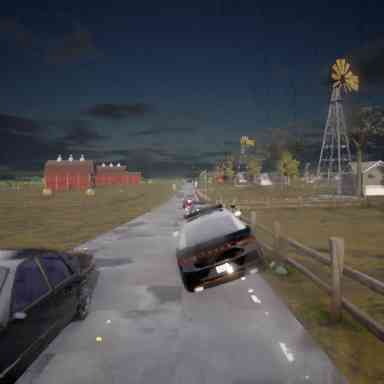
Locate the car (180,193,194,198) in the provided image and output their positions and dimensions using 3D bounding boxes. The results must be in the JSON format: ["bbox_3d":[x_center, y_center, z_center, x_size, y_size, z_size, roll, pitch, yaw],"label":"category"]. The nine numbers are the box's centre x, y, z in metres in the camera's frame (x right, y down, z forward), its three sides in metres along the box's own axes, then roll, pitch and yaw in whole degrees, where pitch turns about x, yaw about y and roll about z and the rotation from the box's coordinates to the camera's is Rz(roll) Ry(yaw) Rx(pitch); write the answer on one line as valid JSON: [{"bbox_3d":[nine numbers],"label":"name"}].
[{"bbox_3d":[-0.208,1.287,47.026,2.097,1.767,4.553,0,0,0],"label":"car"}]

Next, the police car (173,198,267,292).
[{"bbox_3d":[0.526,1.208,9.190,1.930,1.638,5.238,-18,3,0],"label":"police car"}]

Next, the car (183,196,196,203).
[{"bbox_3d":[0.661,1.329,19.071,2.097,1.767,4.553,-1,0,0],"label":"car"}]

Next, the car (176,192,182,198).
[{"bbox_3d":[-3.165,0.726,87.638,2.033,1.411,5.357,0,2,0],"label":"car"}]

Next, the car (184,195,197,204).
[{"bbox_3d":[-0.286,1.273,60.544,2.128,1.511,4.902,0,1,0],"label":"car"}]

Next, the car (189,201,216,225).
[{"bbox_3d":[0.707,1.498,25.112,1.837,1.490,4.892,0,0,0],"label":"car"}]

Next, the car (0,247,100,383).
[{"bbox_3d":[-2.772,1.548,4.541,2.033,1.411,5.357,0,0,0],"label":"car"}]
